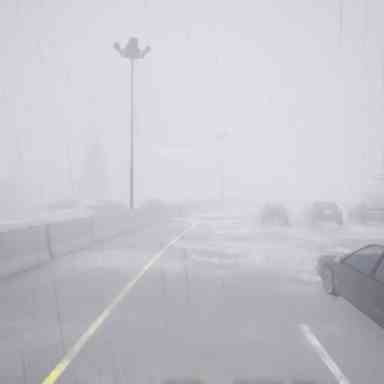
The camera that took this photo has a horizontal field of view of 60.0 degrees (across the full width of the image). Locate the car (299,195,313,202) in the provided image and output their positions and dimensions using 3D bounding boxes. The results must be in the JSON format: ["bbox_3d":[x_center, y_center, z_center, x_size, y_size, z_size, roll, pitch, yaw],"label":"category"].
[{"bbox_3d":[30.602,1.727,88.879,1.801,1.575,5.366,0,0,39],"label":"car"}]

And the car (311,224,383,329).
[{"bbox_3d":[3.781,1.571,5.588,2.033,1.411,5.357,0,0,3],"label":"car"}]

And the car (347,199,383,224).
[{"bbox_3d":[13.314,1.585,25.364,2.128,1.511,4.902,0,0,11],"label":"car"}]

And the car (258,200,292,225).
[{"bbox_3d":[6.107,1.573,24.940,1.837,1.490,4.892,0,0,11],"label":"car"}]

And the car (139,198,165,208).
[{"bbox_3d":[-4.826,1.563,40.325,1.837,1.490,4.892,0,0,16],"label":"car"}]

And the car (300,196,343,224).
[{"bbox_3d":[9.668,1.432,24.859,2.097,1.767,4.553,0,0,11],"label":"car"}]

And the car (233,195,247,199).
[{"bbox_3d":[11.224,1.349,77.592,2.097,1.767,4.553,0,0,31],"label":"car"}]

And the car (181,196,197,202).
[{"bbox_3d":[-0.626,1.639,78.048,2.033,1.411,5.357,0,0,29],"label":"car"}]

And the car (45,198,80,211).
[{"bbox_3d":[-15.674,1.498,40.429,1.882,1.535,5.008,0,0,15],"label":"car"}]

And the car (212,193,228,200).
[{"bbox_3d":[6.488,1.337,76.389,2.150,2.045,5.566,0,0,29],"label":"car"}]

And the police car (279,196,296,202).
[{"bbox_3d":[21.479,1.642,76.205,1.930,1.638,5.238,0,0,33],"label":"police car"}]

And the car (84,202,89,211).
[{"bbox_3d":[-11.618,1.515,41.995,1.882,1.535,5.008,0,0,16],"label":"car"}]

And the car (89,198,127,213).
[{"bbox_3d":[-9.192,1.639,37.631,1.895,1.301,4.718,0,0,14],"label":"car"}]

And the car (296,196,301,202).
[{"bbox_3d":[26.924,1.776,84.115,1.812,1.442,4.674,0,0,36],"label":"car"}]
